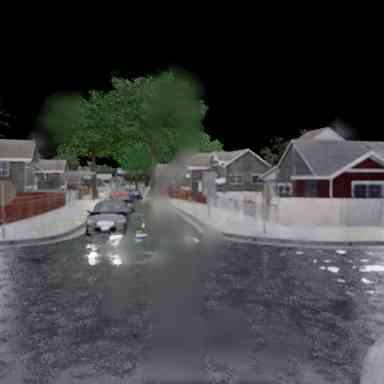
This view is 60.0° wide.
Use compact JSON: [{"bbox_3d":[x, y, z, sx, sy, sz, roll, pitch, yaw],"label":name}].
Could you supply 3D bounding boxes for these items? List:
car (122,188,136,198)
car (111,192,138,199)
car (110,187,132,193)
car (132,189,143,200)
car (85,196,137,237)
[{"bbox_3d":[-11.631,0.171,61.165,2.097,1.767,4.553,-1,1,-14],"label":"car"},{"bbox_3d":[-6.017,1.016,28.926,1.994,1.385,4.181,0,1,-11],"label":"car"},{"bbox_3d":[-9.460,0.395,43.405,2.150,2.045,5.566,-1,1,-16],"label":"car"},{"bbox_3d":[-8.912,0.353,51.576,2.097,1.767,4.553,-1,1,-16],"label":"car"},{"bbox_3d":[-3.953,1.183,16.218,2.128,1.511,4.902,0,1,-8],"label":"car"}]
